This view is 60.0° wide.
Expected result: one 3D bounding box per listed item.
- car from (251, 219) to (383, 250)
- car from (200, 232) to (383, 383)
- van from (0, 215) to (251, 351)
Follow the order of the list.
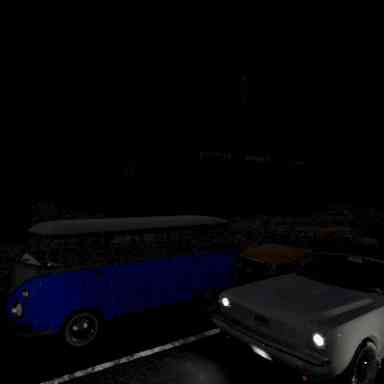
[{"bbox_3d":[3.253,1.526,8.953,4.829,1.417,1.752,0,0,-35],"label":"car"},{"bbox_3d":[2.625,1.601,5.238,4.718,1.301,1.895,0,0,-35],"label":"car"},{"bbox_3d":[-1.042,1.341,5.903,3.998,1.788,1.690,0,0,-35],"label":"van"}]
